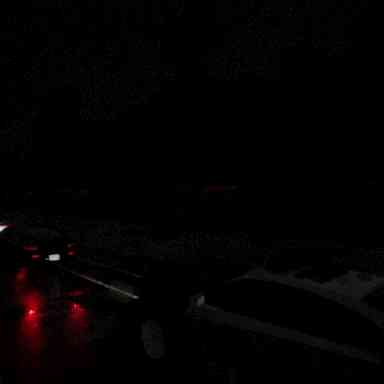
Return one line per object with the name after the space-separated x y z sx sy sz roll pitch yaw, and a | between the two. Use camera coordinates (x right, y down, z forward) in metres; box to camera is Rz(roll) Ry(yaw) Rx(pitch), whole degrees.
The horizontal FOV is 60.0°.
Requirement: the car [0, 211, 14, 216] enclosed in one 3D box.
-9.616 1.662 15.781 2.097 1.767 4.553 2 -2 -43 | car

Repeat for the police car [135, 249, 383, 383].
1.148 1.566 4.127 1.930 1.638 5.238 2 -2 -43 | police car

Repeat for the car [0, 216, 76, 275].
-5.565 1.763 11.390 1.812 1.442 4.674 2 -2 -43 | car
